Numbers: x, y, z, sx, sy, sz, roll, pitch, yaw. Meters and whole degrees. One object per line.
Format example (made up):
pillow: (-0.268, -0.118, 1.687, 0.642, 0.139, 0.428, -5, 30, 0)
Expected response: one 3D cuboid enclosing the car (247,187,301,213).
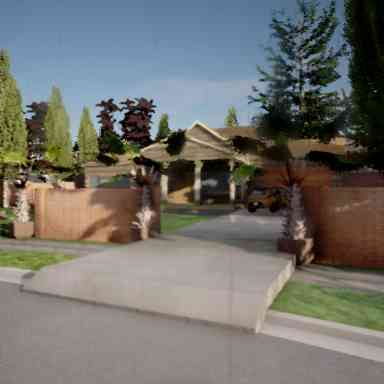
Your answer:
car: (5.081, 0.458, 20.232, 4.193, 1.474, 1.816, -1, -2, -44)
